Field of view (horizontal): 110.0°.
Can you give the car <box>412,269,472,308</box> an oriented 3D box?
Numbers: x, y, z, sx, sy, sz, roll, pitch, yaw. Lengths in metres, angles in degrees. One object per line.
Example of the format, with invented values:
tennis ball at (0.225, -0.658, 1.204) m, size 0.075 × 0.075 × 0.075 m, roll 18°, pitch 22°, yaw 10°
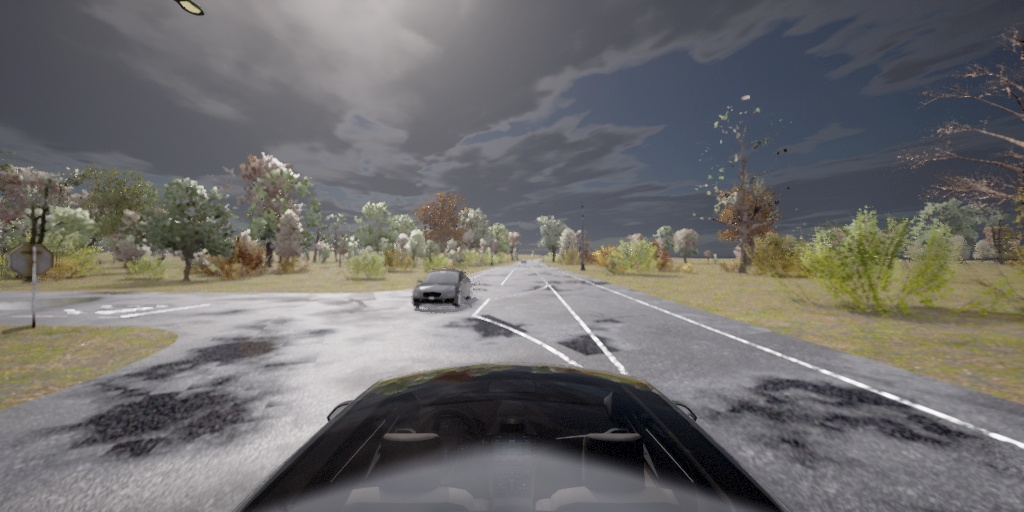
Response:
car at (-2.934, 1.356, 15.911) m, size 1.837 × 1.490 × 4.892 m, roll 0°, pitch -1°, yaw 2°
